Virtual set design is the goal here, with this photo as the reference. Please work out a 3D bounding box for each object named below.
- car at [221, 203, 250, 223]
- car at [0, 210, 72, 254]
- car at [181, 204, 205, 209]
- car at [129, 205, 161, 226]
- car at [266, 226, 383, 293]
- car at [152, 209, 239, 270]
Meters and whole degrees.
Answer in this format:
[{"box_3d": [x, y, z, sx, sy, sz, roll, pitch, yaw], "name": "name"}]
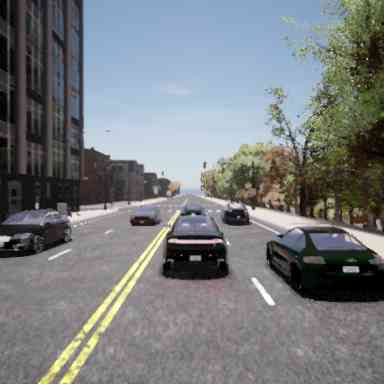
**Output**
[{"box_3d": [3.347, 1.600, 26.204, 2.128, 1.511, 4.902, 0, 0, 0], "name": "car"}, {"box_3d": [-6.600, 1.549, 13.832, 2.128, 1.511, 4.902, 0, 0, 0], "name": "car"}, {"box_3d": [0.096, 1.674, 26.602, 1.994, 1.385, 4.181, 0, 0, 0], "name": "car"}, {"box_3d": [-3.346, 1.651, 24.921, 2.033, 1.411, 5.357, 0, 0, 0], "name": "car"}, {"box_3d": [3.344, 1.601, 8.988, 1.994, 1.385, 4.181, 0, 0, 0], "name": "car"}, {"box_3d": [0.096, 1.537, 11.148, 2.128, 1.511, 4.902, 0, 0, 0], "name": "car"}]
